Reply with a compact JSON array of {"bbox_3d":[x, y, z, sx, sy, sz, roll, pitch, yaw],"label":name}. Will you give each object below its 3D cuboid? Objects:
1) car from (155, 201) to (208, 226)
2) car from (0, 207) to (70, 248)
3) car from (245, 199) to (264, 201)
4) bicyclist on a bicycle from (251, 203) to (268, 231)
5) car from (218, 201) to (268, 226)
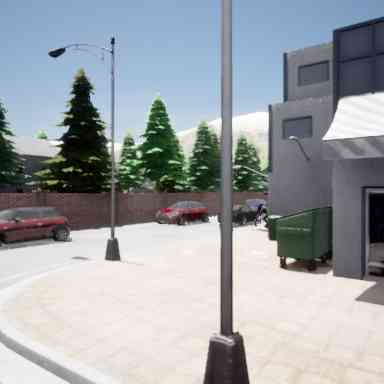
[{"bbox_3d":[-0.709,1.514,25.135,2.097,1.767,4.553,0,0,36],"label":"car"},{"bbox_3d":[-8.017,1.514,15.213,2.097,1.767,4.553,0,0,36],"label":"car"},{"bbox_3d":[6.256,1.515,34.540,2.097,1.767,4.553,0,0,36],"label":"car"},{"bbox_3d":[4.137,1.470,19.104,1.656,1.620,0.582,0,0,36],"label":"bicyclist on a bicycle"},{"bbox_3d":[3.798,1.671,25.054,1.837,1.490,4.892,0,0,37],"label":"car"}]
